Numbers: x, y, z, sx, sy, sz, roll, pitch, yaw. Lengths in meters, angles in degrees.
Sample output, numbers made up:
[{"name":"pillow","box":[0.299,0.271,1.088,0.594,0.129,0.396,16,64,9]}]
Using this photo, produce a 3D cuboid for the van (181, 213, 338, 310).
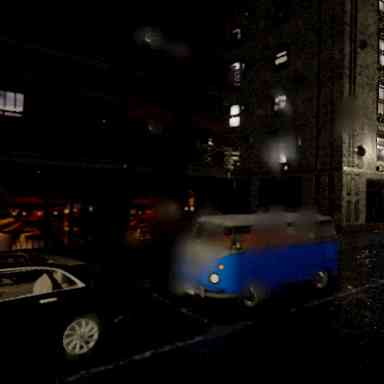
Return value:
[{"name":"van","box":[1.682,1.399,7.698,3.998,1.788,1.690,1,1,-35]}]

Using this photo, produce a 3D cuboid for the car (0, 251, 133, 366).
[{"name":"car","box":[-2.959,1.551,4.393,4.403,1.369,2.008,1,1,-35]}]
